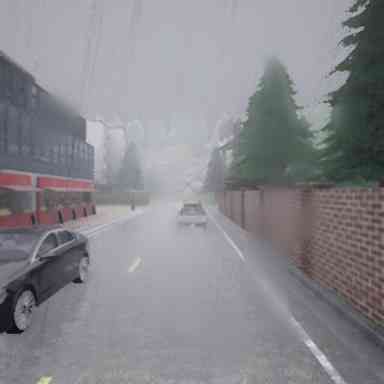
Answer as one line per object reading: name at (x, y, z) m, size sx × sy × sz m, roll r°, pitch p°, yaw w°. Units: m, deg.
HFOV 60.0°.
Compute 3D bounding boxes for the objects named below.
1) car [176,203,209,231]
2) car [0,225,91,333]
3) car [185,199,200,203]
car at (0.039, 1.598, 20.756) m, size 1.895 × 1.301 × 4.718 m, roll 0°, pitch 0°, yaw 1°
car at (-3.567, 1.490, 6.836) m, size 2.128 × 1.511 × 4.902 m, roll 0°, pitch 0°, yaw 0°
car at (0.060, 1.473, 33.342) m, size 1.882 × 1.535 × 5.008 m, roll 0°, pitch 0°, yaw 0°
